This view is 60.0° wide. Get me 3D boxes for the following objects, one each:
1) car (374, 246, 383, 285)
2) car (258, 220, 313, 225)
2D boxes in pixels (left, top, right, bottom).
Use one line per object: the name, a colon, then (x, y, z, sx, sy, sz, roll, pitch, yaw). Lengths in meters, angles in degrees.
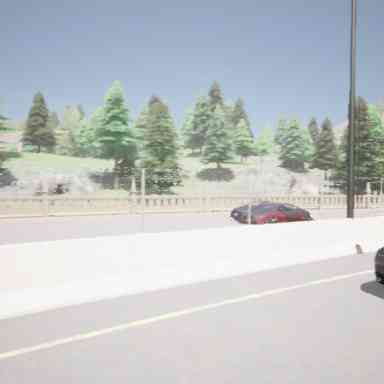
car: (6.117, 1.444, 7.443, 4.892, 1.490, 1.837, 0, 1, -30)
car: (4.765, 1.330, 18.828, 4.181, 1.385, 1.994, 0, 1, -26)
